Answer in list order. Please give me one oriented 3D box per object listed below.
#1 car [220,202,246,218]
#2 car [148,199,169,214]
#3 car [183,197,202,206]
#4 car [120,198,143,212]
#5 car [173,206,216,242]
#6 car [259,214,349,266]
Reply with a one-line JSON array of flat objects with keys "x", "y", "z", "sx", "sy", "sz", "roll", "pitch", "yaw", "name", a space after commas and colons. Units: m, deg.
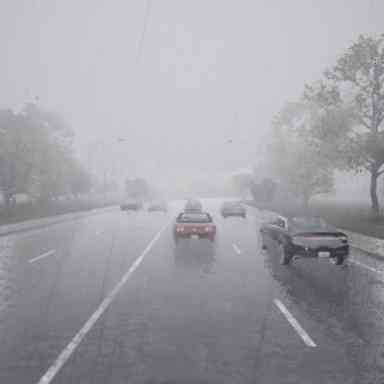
[{"x": 3.620, "y": 1.561, "z": 29.974, "sx": 1.994, "sy": 1.385, "sz": 4.181, "roll": 0, "pitch": 0, "yaw": 0, "name": "car"}, {"x": -3.536, "y": 1.522, "z": 35.552, "sx": 1.812, "sy": 1.442, "sz": 4.674, "roll": 0, "pitch": 0, "yaw": 1, "name": "car"}, {"x": 0.143, "y": 1.544, "z": 35.558, "sx": 2.033, "sy": 1.411, "sz": 5.357, "roll": 0, "pitch": 0, "yaw": 0, "name": "car"}, {"x": -6.996, "y": 1.474, "z": 38.862, "sx": 1.882, "sy": 1.535, "sz": 5.008, "roll": 0, "pitch": 0, "yaw": 1, "name": "car"}, {"x": 0.107, "y": 1.599, "z": 16.251, "sx": 1.895, "sy": 1.301, "sz": 4.718, "roll": 0, "pitch": 0, "yaw": 0, "name": "car"}, {"x": 3.607, "y": 1.490, "z": 11.520, "sx": 2.128, "sy": 1.511, "sz": 4.902, "roll": 0, "pitch": 0, "yaw": 0, "name": "car"}]
